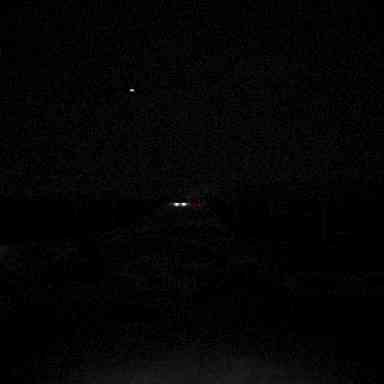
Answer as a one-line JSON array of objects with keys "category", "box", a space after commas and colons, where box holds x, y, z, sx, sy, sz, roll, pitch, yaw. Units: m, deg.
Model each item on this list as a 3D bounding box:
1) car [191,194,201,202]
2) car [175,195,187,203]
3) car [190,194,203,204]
[{"category": "car", "box": [0.834, 1.200, 64.384, 1.812, 1.442, 4.674, 0, 0, 1]}, {"category": "car", "box": [-1.981, 1.253, 59.412, 1.994, 1.385, 4.181, 0, 0, 1]}, {"category": "car", "box": [0.704, 1.212, 54.346, 2.128, 1.511, 4.902, 0, 0, 1]}]
